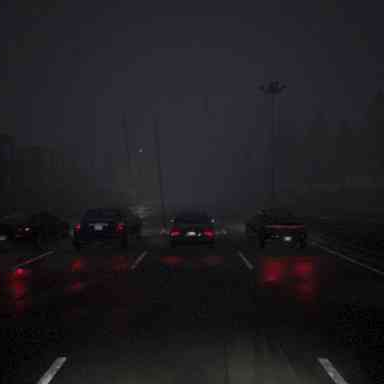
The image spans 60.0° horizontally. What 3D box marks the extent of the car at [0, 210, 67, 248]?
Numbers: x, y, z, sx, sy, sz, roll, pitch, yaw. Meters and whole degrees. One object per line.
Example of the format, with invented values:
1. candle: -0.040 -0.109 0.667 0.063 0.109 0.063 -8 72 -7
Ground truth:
1. car: -6.983 1.530 14.635 1.812 1.442 4.674 0 0 0

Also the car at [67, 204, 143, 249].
1. car: -3.483 1.363 14.576 2.097 1.767 4.553 0 0 0

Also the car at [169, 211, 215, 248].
1. car: 0.017 1.560 14.577 2.033 1.411 5.357 0 0 0

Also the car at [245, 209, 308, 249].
1. car: 3.517 1.492 14.548 2.128 1.511 4.902 0 0 0
